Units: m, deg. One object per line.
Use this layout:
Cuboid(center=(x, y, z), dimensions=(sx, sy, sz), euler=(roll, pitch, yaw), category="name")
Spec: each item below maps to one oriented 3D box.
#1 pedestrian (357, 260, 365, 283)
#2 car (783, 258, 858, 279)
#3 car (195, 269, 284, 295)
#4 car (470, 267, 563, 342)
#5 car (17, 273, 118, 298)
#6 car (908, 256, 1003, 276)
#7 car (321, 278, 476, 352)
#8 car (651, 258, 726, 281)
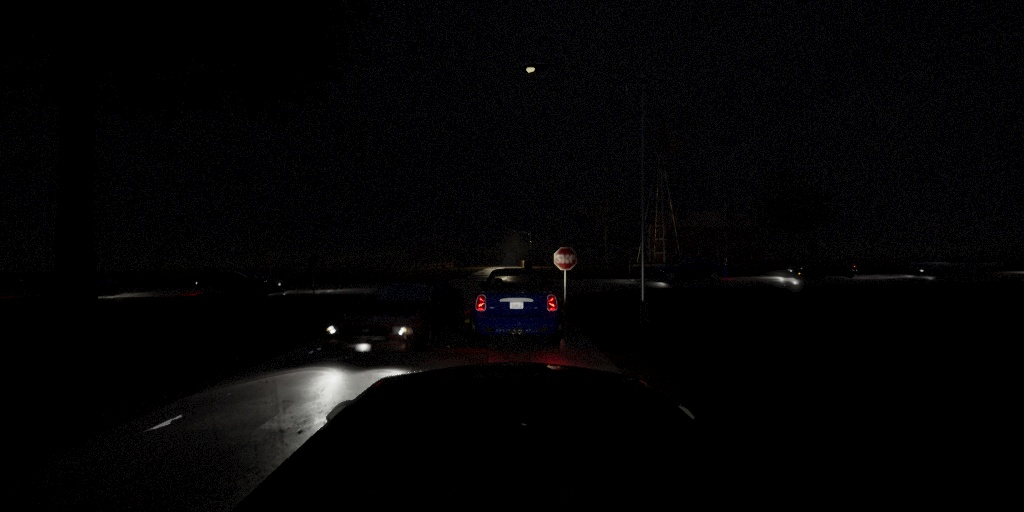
Cuboid(center=(-12.145, 1.215, 28.819), dimensions=(0.375, 1.860, 0.375), euler=(0, 2, 0), category="pedestrian")
Cuboid(center=(21.937, 0.849, 25.603), dimensions=(4.181, 1.385, 1.994), euler=(-1, 1, 1), category="car")
Cuboid(center=(-17.288, 1.586, 22.878), dimensions=(4.902, 1.511, 2.128), euler=(-1, 1, 0), category="car")
Cuboid(center=(0.103, 1.104, 9.979), dimensions=(2.097, 1.767, 4.553), euler=(0, 0, 0), category="car")
Cuboid(center=(-28.345, 1.775, 22.942), dimensions=(5.008, 1.535, 1.882), euler=(-1, 1, 1), category="car")
Cuboid(center=(31.437, 0.692, 25.551), dimensions=(4.718, 1.301, 1.895), euler=(-1, 1, 1), category="car")
Cuboid(center=(-2.520, 1.299, 9.250), dimensions=(2.033, 1.411, 5.357), euler=(0, 0, 5), category="car")
Cuboid(center=(12.547, 0.950, 25.653), dimensions=(5.008, 1.535, 1.882), euler=(-1, 1, 0), category="car")
